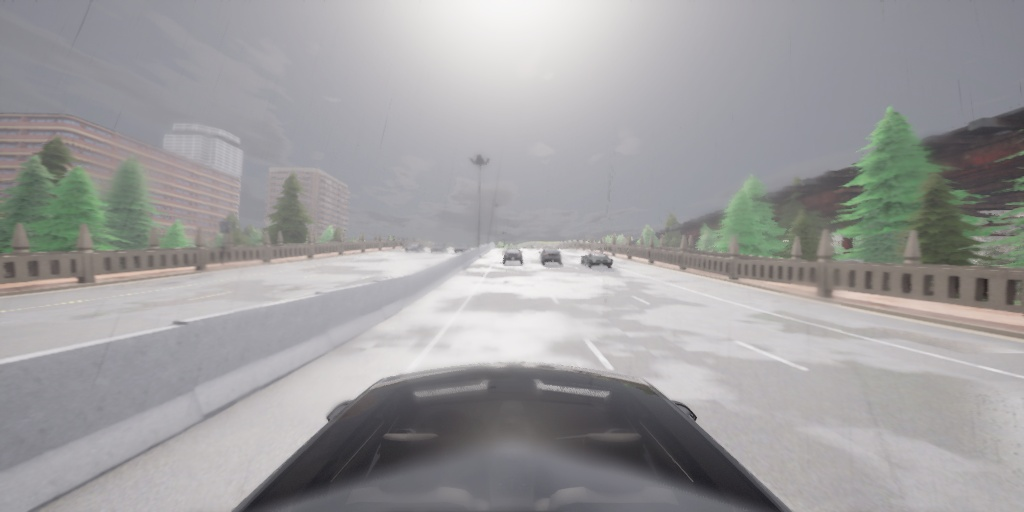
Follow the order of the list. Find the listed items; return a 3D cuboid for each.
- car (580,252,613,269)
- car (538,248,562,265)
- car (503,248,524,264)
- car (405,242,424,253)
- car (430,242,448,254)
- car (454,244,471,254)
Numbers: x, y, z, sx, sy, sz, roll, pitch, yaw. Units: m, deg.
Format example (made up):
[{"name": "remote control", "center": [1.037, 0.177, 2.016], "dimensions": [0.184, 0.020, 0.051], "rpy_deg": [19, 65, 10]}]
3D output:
[{"name": "car", "center": [7.076, 0.303, 30.478], "dimensions": [1.895, 1.301, 4.718], "rpy_deg": [1, 3, 0]}, {"name": "car", "center": [3.594, -0.013, 33.778], "dimensions": [1.837, 1.490, 4.892], "rpy_deg": [1, 4, 0]}, {"name": "car", "center": [0.099, -0.075, 34.557], "dimensions": [1.812, 1.442, 4.674], "rpy_deg": [1, 3, 0]}, {"name": "car", "center": [-14.023, -1.229, 51.811], "dimensions": [2.128, 1.511, 4.902], "rpy_deg": [1, 3, 0]}, {"name": "car", "center": [-10.525, -1.180, 51.824], "dimensions": [1.837, 1.490, 4.892], "rpy_deg": [1, 4, 1]}, {"name": "car", "center": [-7.022, -1.076, 51.420], "dimensions": [2.033, 1.411, 5.357], "rpy_deg": [1, 3, 1]}]
